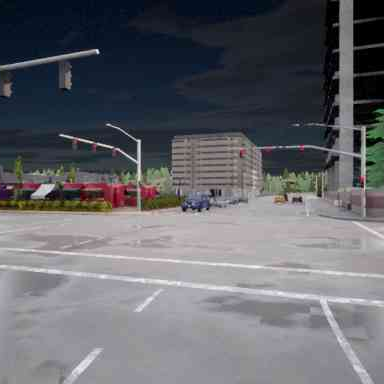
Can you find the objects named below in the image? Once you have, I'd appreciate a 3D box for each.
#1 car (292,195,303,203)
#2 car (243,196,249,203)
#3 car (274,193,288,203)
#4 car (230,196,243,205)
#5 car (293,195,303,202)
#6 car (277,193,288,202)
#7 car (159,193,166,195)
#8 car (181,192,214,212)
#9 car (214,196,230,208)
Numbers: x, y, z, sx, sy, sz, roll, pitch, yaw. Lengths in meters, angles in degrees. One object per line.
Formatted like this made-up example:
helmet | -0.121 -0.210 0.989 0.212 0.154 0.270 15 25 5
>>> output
car | 21.419 1.478 67.598 1.882 1.535 5.008 0 0 19
car | 10.314 1.547 67.656 2.033 1.411 5.357 0 0 19
car | 18.205 1.478 69.000 1.882 1.535 5.008 0 0 19
car | 6.844 1.491 57.666 2.128 1.511 4.902 0 0 19
car | 24.708 1.525 77.343 2.128 1.511 4.902 0 0 19
car | 21.513 1.225 78.819 2.150 2.045 5.566 0 0 19
car | -8.000 1.209 81.429 4.605 1.855 1.932 0 0 19
car | 0.580 1.221 39.305 2.150 2.045 5.566 0 0 19
car | 3.724 1.601 48.548 1.895 1.301 4.718 0 0 19
